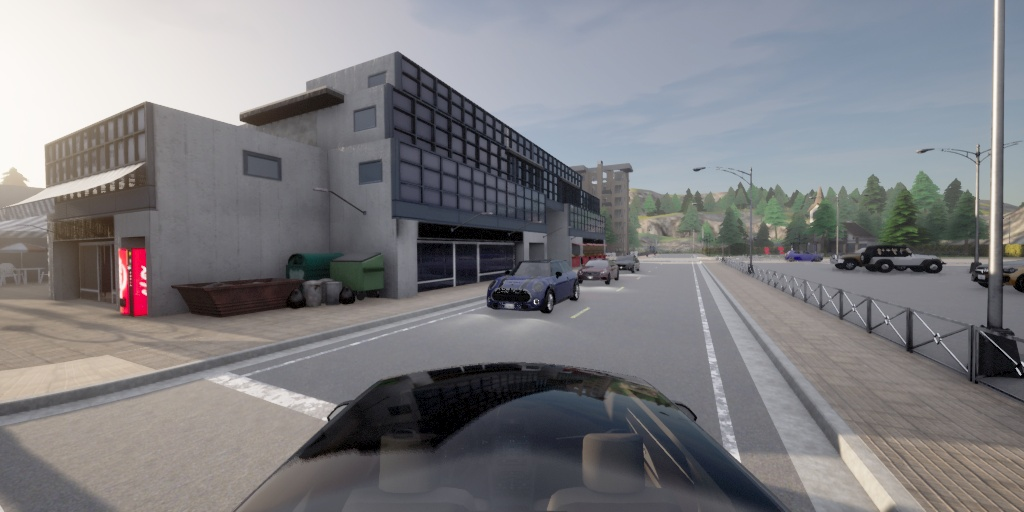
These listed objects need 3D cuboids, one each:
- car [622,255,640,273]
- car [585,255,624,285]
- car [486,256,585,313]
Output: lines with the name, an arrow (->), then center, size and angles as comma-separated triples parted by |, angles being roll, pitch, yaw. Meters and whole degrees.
car -> 9.964, 0.643, 31.300 | 1.837, 1.490, 4.892 | 0, 1, 27
car -> 5.398, 0.876, 22.113 | 1.812, 1.442, 4.674 | 0, 1, 26
car -> 0.915, 0.911, 13.060 | 2.097, 1.767, 4.553 | 0, 1, 26
